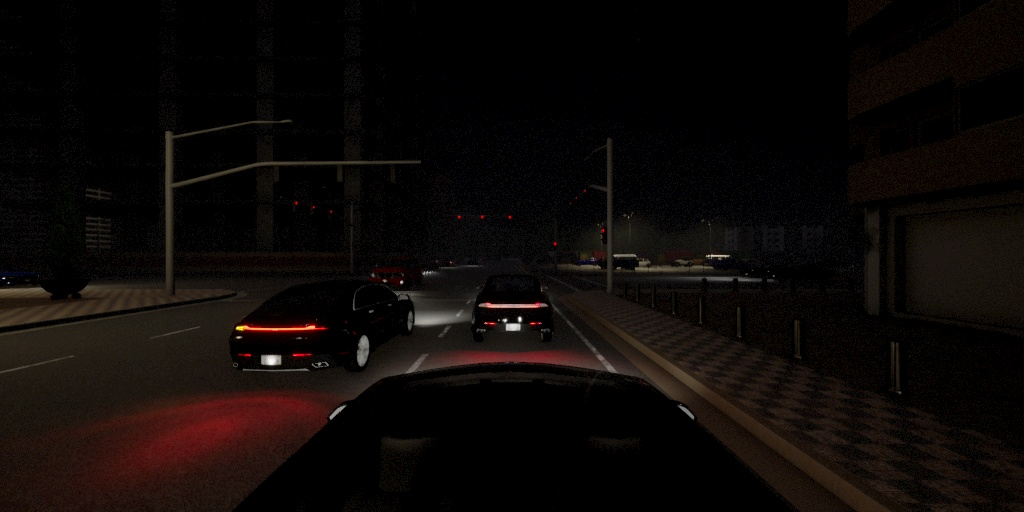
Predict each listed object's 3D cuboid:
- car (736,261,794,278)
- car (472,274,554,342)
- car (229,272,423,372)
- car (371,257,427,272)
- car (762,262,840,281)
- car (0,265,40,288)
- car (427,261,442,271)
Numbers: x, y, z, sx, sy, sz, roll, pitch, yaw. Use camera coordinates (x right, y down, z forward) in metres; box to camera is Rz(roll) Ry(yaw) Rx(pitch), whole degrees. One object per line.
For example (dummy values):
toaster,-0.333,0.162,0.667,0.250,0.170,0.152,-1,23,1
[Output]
car,24.472,1.406,34.051,4.718,1.301,1.895,0,0,0
car,0.009,1.241,9.745,2.128,1.511,4.902,0,0,0
car,-3.476,1.255,7.601,1.837,1.490,4.892,0,0,0
car,-7.329,1.075,23.197,2.150,2.045,5.566,0,0,-1
car,24.506,1.406,30.551,4.718,1.301,1.895,0,0,0
car,-33.538,1.283,22.994,5.008,1.535,1.882,0,0,0
car,-11.343,1.350,49.321,1.895,1.301,4.718,0,0,0
